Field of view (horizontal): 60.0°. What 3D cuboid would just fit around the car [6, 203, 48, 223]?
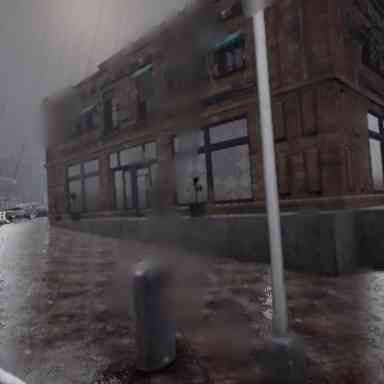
[{"bbox_3d":[-13.609,1.669,28.301,2.128,1.511,4.902,-4,0,6],"label":"car"}]
